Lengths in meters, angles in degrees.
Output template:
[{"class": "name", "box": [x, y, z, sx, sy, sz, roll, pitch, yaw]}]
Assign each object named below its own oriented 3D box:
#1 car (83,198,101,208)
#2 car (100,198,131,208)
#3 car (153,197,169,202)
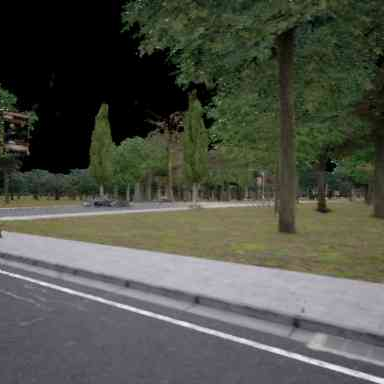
[{"class": "car", "box": [-14.976, 1.734, 52.922, 2.128, 1.511, 4.902, 0, 0, 35]}, {"class": "car", "box": [-11.619, 1.811, 52.049, 1.994, 1.385, 4.181, 0, 0, 35]}, {"class": "car", "box": [-5.790, 1.539, 65.900, 1.812, 1.442, 4.674, 0, -1, 35]}]
